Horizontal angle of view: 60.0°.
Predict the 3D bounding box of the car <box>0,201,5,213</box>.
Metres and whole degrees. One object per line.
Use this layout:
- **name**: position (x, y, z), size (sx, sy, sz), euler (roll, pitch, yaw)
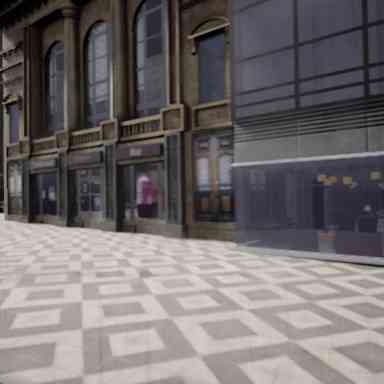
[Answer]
- **car**: position (-22.072, 1.844, 37.394), size (1.947, 1.339, 4.313), euler (-2, -1, 35)
